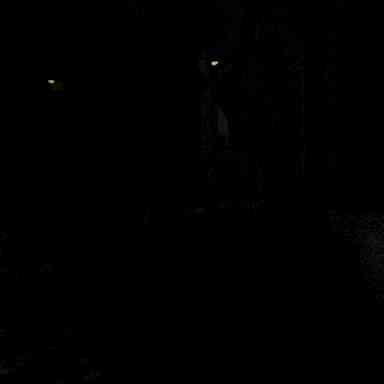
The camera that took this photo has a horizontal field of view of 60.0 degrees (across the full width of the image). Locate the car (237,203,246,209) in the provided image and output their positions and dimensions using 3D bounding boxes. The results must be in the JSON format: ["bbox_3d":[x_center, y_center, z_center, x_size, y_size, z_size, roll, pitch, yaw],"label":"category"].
[{"bbox_3d":[13.772,3.757,92.457,1.967,1.590,4.097,-1,-2,15],"label":"car"}]

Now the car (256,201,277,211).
[{"bbox_3d":[10.365,2.417,46.682,2.192,1.841,5.009,0,-2,15],"label":"car"}]

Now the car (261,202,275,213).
[{"bbox_3d":[13.275,2.692,57.573,2.192,1.841,5.009,0,-2,15],"label":"car"}]

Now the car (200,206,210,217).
[{"bbox_3d":[0.632,2.567,43.269,1.752,1.417,4.829,0,-1,15],"label":"car"}]

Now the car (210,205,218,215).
[{"bbox_3d":[2.131,2.748,48.881,1.947,1.339,4.313,0,-2,15],"label":"car"}]

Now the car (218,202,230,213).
[{"bbox_3d":[5.041,3.003,59.774,1.887,1.381,4.507,0,-2,15],"label":"car"}]

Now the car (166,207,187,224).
[{"bbox_3d":[-2.235,2.218,32.542,1.967,1.590,4.097,0,-1,15],"label":"car"}]

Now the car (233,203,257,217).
[{"bbox_3d":[7.273,2.560,45.042,2.128,1.511,4.902,-1,-2,15],"label":"car"}]

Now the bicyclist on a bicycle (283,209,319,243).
[{"bbox_3d":[5.281,1.649,16.170,1.656,1.620,0.582,-1,-2,15],"label":"bicyclist on a bicycle"}]

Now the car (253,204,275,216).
[{"bbox_3d":[8.910,2.510,41.229,1.887,1.381,4.507,0,-2,15],"label":"car"}]

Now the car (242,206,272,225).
[{"bbox_3d":[6.000,2.263,30.336,1.947,1.339,4.313,0,-1,15],"label":"car"}]

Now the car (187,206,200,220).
[{"bbox_3d":[-0.780,2.493,37.986,1.802,1.307,4.206,0,-1,15],"label":"car"}]

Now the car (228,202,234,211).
[{"bbox_3d":[6.496,2.911,65.227,2.192,1.841,5.009,0,-2,15],"label":"car"}]

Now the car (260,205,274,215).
[{"bbox_3d":[11.820,2.805,52.121,1.947,1.339,4.313,0,-2,15],"label":"car"}]

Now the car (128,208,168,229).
[{"bbox_3d":[-3.690,2.228,27.092,1.802,1.307,4.206,0,-1,15],"label":"car"}]

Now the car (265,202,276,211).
[{"bbox_3d":[16.186,2.968,68.466,2.192,1.841,5.009,0,-2,15],"label":"car"}]
